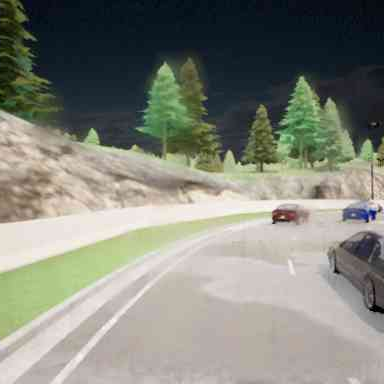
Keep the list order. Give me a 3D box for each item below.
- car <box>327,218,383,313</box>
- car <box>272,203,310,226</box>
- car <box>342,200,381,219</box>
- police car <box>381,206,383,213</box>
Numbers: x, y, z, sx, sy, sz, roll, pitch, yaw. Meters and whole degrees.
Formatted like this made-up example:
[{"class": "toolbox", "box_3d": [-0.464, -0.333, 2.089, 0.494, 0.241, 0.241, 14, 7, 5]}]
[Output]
[{"class": "car", "box_3d": [4.509, 1.594, 7.521, 2.033, 1.411, 5.357, 0, 0, 11]}, {"class": "car", "box_3d": [7.419, 1.562, 24.660, 1.882, 1.535, 5.008, 0, 0, 31]}, {"class": "car", "box_3d": [13.834, 1.624, 27.305, 1.882, 1.535, 5.008, 0, 0, 38]}, {"class": "police car", "box_3d": [20.088, 1.715, 38.283, 4.974, 1.542, 2.038, 1, 0, -37]}]
